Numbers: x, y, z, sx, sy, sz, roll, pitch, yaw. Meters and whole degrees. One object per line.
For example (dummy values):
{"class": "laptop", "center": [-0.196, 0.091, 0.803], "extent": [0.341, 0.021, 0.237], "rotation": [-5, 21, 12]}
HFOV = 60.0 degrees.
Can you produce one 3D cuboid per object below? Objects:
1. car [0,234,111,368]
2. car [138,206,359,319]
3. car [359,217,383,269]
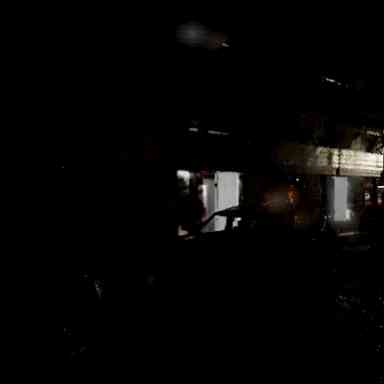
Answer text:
{"class": "car", "center": [-3.263, 1.444, 4.229], "extent": [4.097, 1.590, 1.967], "rotation": [-1, 1, -36]}
{"class": "car", "center": [1.321, 1.278, 7.507], "extent": [5.009, 1.841, 2.192], "rotation": [-1, 1, -36]}
{"class": "car", "center": [5.906, 1.504, 10.789], "extent": [4.206, 1.307, 1.802], "rotation": [-1, 1, -36]}
